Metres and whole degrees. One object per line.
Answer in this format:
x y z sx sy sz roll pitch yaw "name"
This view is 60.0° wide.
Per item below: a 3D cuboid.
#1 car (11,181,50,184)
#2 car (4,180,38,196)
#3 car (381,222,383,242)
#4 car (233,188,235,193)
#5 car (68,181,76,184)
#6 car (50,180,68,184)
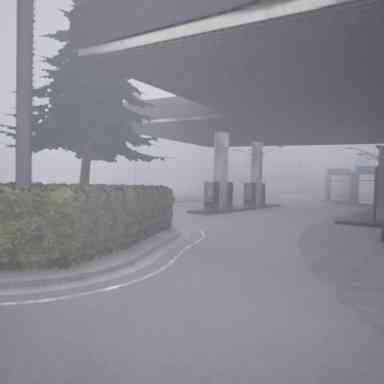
-17.363 -0.212 35.270 3.866 1.878 1.905 2 2 35 "car"
-21.902 -0.506 42.483 4.605 1.855 1.932 2 2 35 "car"
10.102 1.413 15.283 2.242 1.667 4.611 2 2 35 "car"
6.487 -0.336 68.278 4.514 1.523 2.007 2 2 35 "car"
-25.602 -1.330 68.119 4.605 1.855 1.932 2 2 35 "car"
-26.937 -1.307 65.506 3.866 1.878 1.905 2 2 35 "car"
